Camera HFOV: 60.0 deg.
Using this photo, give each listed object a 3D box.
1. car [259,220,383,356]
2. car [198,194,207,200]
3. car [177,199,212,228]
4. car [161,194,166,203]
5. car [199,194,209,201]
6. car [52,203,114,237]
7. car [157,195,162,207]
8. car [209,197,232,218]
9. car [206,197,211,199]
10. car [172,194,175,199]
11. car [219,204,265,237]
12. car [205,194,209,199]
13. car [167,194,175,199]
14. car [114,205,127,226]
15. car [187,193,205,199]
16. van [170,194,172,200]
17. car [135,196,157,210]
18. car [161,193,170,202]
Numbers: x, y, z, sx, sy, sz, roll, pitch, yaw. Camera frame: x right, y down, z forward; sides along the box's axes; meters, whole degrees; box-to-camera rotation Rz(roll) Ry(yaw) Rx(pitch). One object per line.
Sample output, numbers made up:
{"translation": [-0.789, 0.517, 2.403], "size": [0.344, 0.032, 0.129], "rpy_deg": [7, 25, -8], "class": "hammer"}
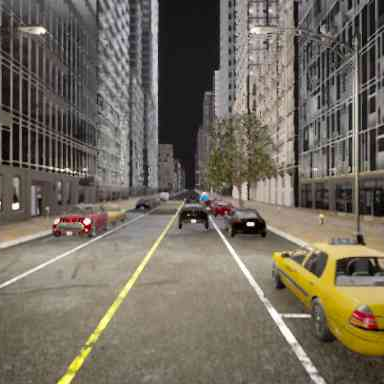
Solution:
{"translation": [2.697, 1.508, 6.225], "size": [1.752, 1.417, 4.829], "rpy_deg": [1, 0, 0], "class": "car"}
{"translation": [2.694, 1.218, 85.497], "size": [1.947, 1.339, 4.313], "rpy_deg": [1, 0, 0], "class": "car"}
{"translation": [0.100, 1.437, 21.761], "size": [1.837, 1.490, 4.892], "rpy_deg": [0, 0, 0], "class": "car"}
{"translation": [-5.685, 1.368, 51.477], "size": [2.008, 1.369, 4.403], "rpy_deg": [1, 0, 0], "class": "car"}
{"translation": [2.695, 1.260, 74.150], "size": [2.008, 1.369, 4.403], "rpy_deg": [1, 0, 0], "class": "car"}
{"translation": [-5.683, 1.387, 17.422], "size": [1.967, 1.590, 4.097], "rpy_deg": [1, 0, 0], "class": "car"}
{"translation": [-5.685, 1.386, 45.799], "size": [1.887, 1.381, 4.507], "rpy_deg": [1, 0, 0], "class": "car"}
{"translation": [2.696, 1.452, 28.755], "size": [1.887, 1.381, 4.507], "rpy_deg": [1, 0, 0], "class": "car"}
{"translation": [2.696, 1.468, 34.428], "size": [1.802, 1.307, 4.206], "rpy_deg": [1, 0, 0], "class": "car"}
{"translation": [-5.686, 1.246, 79.852], "size": [1.947, 1.339, 4.313], "rpy_deg": [1, 0, 0], "class": "car"}
{"translation": [2.696, 1.513, 17.405], "size": [1.947, 1.339, 4.313], "rpy_deg": [1, 0, 0], "class": "car"}
{"translation": [2.696, 1.387, 45.776], "size": [1.887, 1.381, 4.507], "rpy_deg": [1, 0, 0], "class": "car"}
{"translation": [-5.686, 1.166, 91.202], "size": [1.887, 1.381, 4.507], "rpy_deg": [1, 0, 0], "class": "car"}
{"translation": [-5.684, 1.453, 22.928], "size": [1.752, 1.417, 4.829], "rpy_deg": [1, 0, 0], "class": "car"}
{"translation": [0.098, 1.215, 40.375], "size": [2.097, 1.767, 4.553], "rpy_deg": [0, 0, 0], "class": "car"}
{"translation": [-5.683, 1.078, 68.501], "size": [1.690, 1.788, 3.998], "rpy_deg": [1, 0, 0], "class": "van"}
{"translation": [-5.685, 1.430, 40.125], "size": [1.947, 1.339, 4.313], "rpy_deg": [1, 0, 0], "class": "car"}
{"translation": [-5.684, 1.205, 62.826], "size": [1.967, 1.590, 4.097], "rpy_deg": [1, 0, 0], "class": "car"}
